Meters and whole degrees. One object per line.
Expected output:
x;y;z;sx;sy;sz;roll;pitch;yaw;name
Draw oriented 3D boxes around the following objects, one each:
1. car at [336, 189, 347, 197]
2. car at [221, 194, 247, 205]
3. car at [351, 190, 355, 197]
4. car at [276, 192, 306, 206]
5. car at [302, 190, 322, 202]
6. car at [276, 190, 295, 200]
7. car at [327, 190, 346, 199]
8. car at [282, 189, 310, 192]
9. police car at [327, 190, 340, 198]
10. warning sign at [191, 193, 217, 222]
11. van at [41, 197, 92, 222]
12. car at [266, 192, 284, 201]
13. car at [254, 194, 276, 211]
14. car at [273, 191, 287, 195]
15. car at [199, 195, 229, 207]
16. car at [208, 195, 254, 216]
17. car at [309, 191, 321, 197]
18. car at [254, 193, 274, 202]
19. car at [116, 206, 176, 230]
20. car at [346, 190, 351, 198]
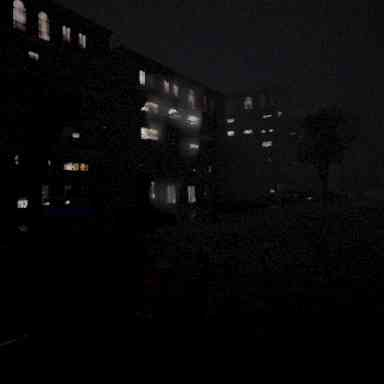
36.878;0.191;82.045;2.097;1.767;4.553;0;1;28;car
6.157;1.098;48.616;2.008;1.369;4.403;1;1;35;car
38.424;0.277;80.454;1.967;1.590;4.097;1;1;35;car
13.043;1.063;43.841;2.008;1.369;4.403;1;1;35;car
19.486;0.865;53.134;1.752;1.417;4.829;1;1;35;car
18.848;0.523;66.920;2.192;1.841;5.009;1;1;35;car
28.907;0.639;66.726;2.008;1.369;4.403;1;1;35;car
16.988;0.579;54.276;2.150;2.045;5.566;0;1;35;car
31.435;0.411;73.915;1.930;1.638;5.238;0;1;32;police car
0.793;1.002;22.044;1.300;1.860;1.060;-1;-1;35;warning sign
-9.705;1.318;25.728;1.690;1.788;3.998;1;1;35;van
15.578;0.820;62.207;1.752;1.417;4.829;1;1;35;car
6.698;1.234;34.687;2.008;1.369;4.403;1;1;35;car
11.380;1.035;46.096;1.812;1.442;4.674;0;1;35;car
2.985;1.198;44.040;1.947;1.339;4.313;1;1;35;car
3.525;1.314;30.109;1.887;1.381;4.507;1;1;35;car
31.537;0.416;85.231;1.887;1.381;4.507;1;1;35;car
12.502;0.943;57.771;1.947;1.339;4.313;1;1;35;car
-2.819;1.508;20.957;1.947;1.339;4.313;1;1;35;car
32.079;0.555;71.302;2.008;1.369;4.403;1;1;35;car
